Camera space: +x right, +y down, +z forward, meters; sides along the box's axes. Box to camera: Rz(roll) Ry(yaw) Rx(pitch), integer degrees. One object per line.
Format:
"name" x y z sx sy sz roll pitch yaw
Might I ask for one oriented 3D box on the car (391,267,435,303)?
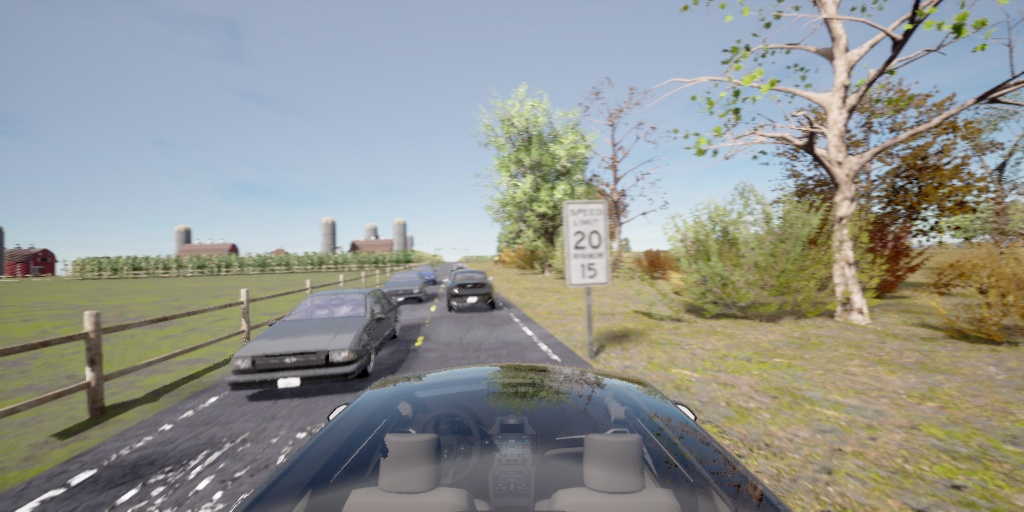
"car" -5.272 1.499 18.199 2.033 1.411 5.357 -2 0 -9

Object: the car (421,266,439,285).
"car" -6.895 1.540 28.416 1.812 1.442 4.674 -2 0 -9

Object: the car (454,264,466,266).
"car" -6.394 1.601 43.944 1.895 1.301 4.718 -2 0 -9

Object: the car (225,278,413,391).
"car" -3.601 1.434 7.733 2.033 1.411 5.357 -2 0 -9

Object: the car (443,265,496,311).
"car" -1.811 1.326 15.191 1.837 1.490 4.892 -2 0 -9
